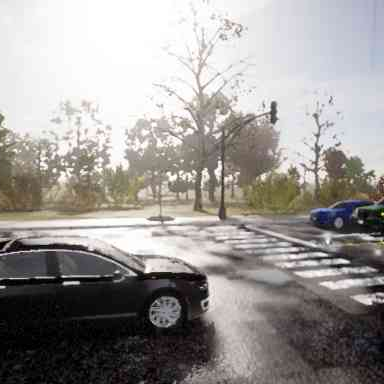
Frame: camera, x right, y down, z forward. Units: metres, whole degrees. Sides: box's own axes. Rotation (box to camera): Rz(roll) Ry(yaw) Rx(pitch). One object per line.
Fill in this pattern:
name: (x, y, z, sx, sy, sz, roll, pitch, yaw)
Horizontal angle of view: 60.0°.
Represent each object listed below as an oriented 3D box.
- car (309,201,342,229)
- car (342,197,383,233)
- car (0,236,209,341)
car: (9.322, 1.251, 19.595, 5.008, 1.535, 1.882, 0, 1, -17)
car: (10.702, 1.081, 16.588, 5.566, 2.045, 2.150, 0, 1, -16)
car: (-2.102, 1.554, 5.796, 4.892, 1.490, 1.837, 0, 2, -17)
